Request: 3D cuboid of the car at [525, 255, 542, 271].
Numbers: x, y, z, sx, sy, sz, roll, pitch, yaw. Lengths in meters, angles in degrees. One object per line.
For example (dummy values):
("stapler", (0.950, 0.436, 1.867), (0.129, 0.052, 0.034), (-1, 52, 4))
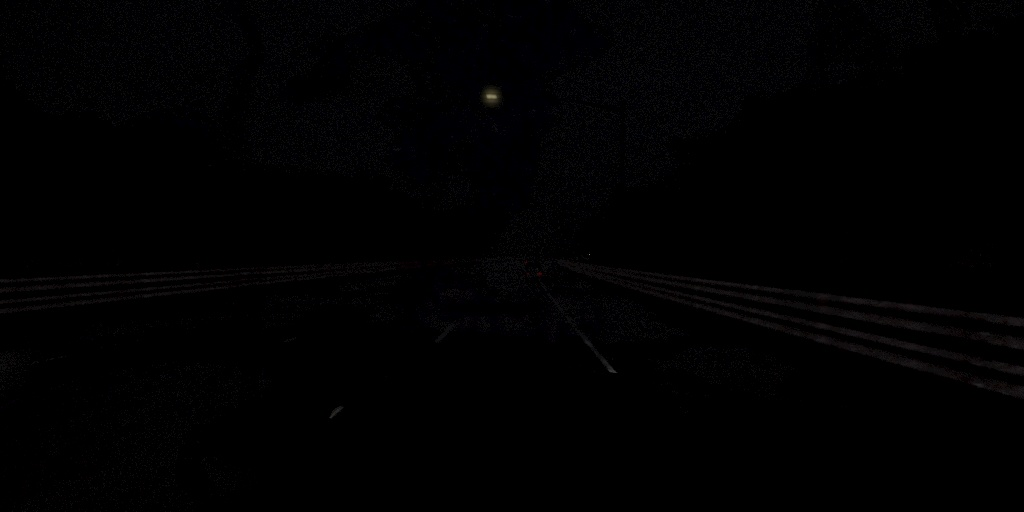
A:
("car", (2.889, 0.942, 48.506), (2.150, 2.045, 5.566), (0, 0, 4))
